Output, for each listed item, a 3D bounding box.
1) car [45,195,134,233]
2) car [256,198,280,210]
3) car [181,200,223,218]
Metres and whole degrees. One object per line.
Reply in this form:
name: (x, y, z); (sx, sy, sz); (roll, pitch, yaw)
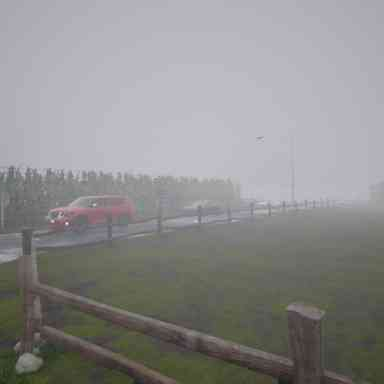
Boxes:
car: (-5.996, 1.239, 20.274); (2.150, 2.045, 5.566); (0, 0, 34)
car: (9.961, 1.571, 43.439); (1.812, 1.442, 4.674); (0, 0, 35)
car: (0.999, 1.510, 30.466); (1.882, 1.535, 5.008); (0, 0, 35)
